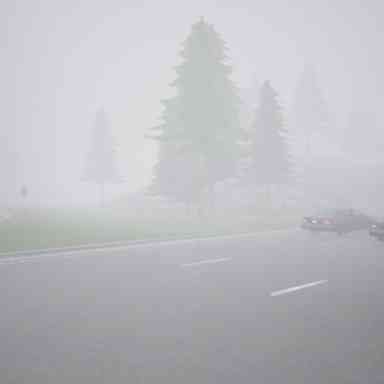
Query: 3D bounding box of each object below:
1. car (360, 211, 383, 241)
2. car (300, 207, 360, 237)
[{"bbox_3d":[10.255,1.542,15.365,5.357,1.411,2.033,0,0,-36],"label":"car"},{"bbox_3d":[8.218,1.542,18.211,5.357,1.411,2.033,0,0,-36],"label":"car"}]
